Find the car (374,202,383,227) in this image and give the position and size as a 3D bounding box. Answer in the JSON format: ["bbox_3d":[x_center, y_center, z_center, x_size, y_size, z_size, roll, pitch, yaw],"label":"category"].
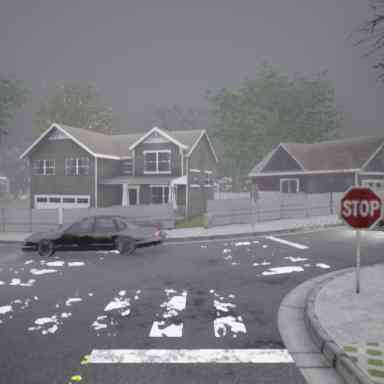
[{"bbox_3d":[10.220,1.013,16.270,4.181,1.385,1.994,-3,2,-25],"label":"car"}]

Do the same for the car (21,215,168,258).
[{"bbox_3d":[-3.656,1.638,12.948,5.357,1.411,2.033,-2,1,4],"label":"car"}]
